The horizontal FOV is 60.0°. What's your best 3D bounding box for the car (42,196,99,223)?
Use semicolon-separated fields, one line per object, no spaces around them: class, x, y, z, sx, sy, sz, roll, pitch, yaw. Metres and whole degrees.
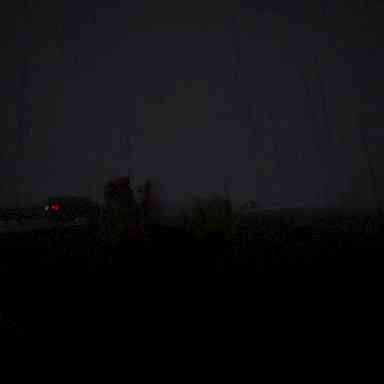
car;-9.200;1.385;27.042;2.150;2.045;5.566;-2;-1;39

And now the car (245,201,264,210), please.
car;9.597;2.056;52.828;2.033;1.411;5.357;-1;-1;36
